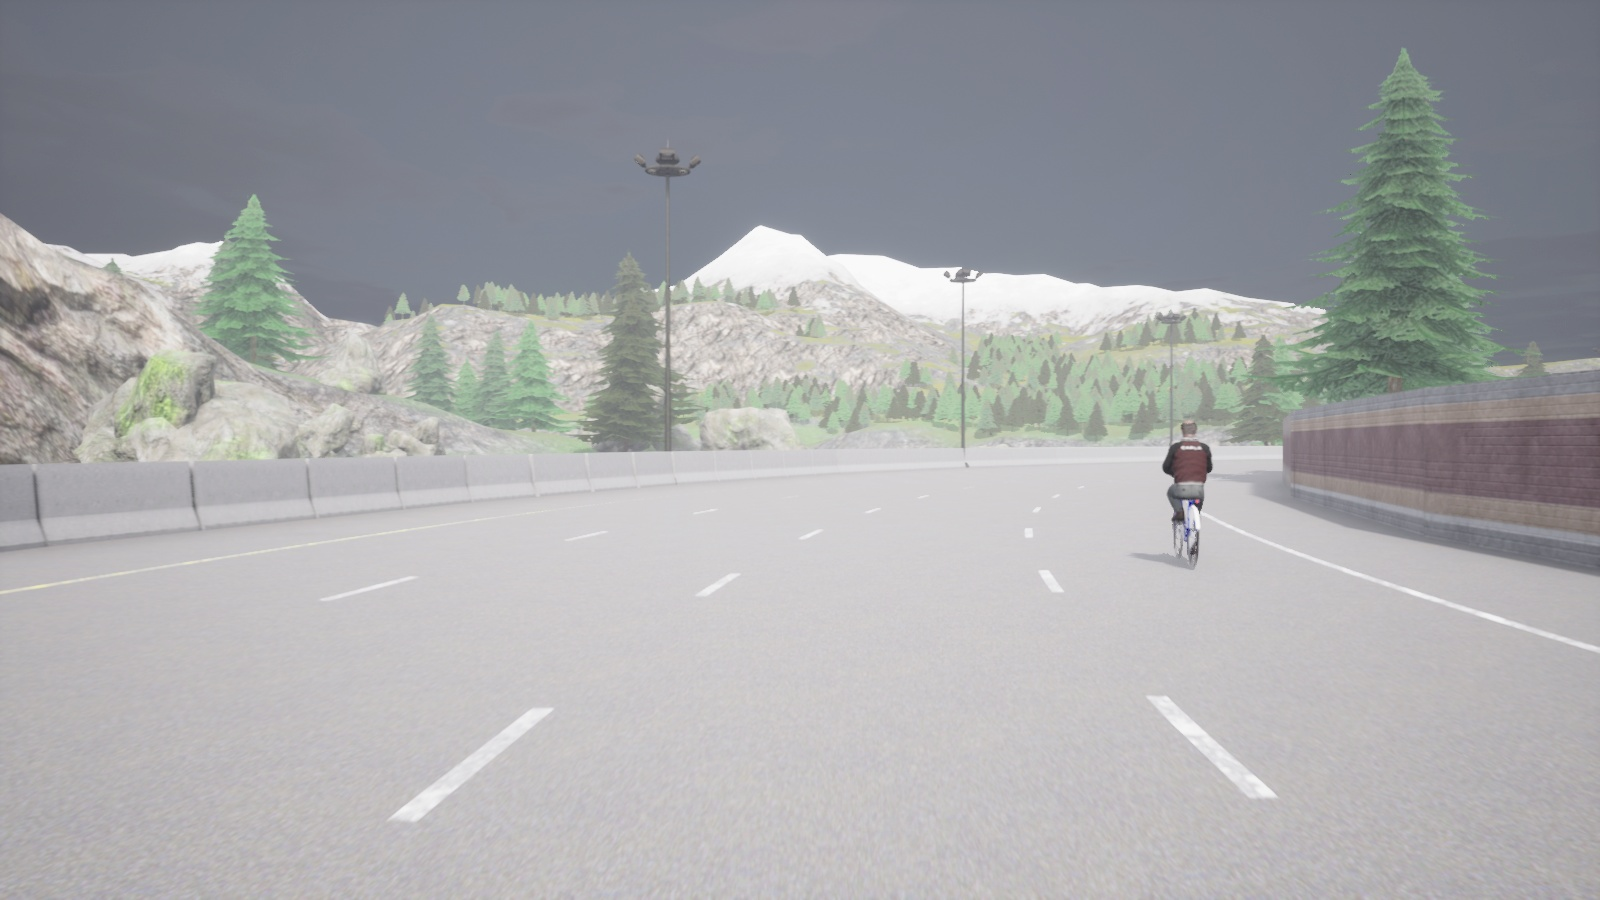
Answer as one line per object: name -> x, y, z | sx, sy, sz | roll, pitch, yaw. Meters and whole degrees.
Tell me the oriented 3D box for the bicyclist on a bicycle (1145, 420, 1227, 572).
bicyclist on a bicycle -> 4.776, 0.534, 15.638 | 0.659, 1.776, 1.843 | 1, 0, 8
